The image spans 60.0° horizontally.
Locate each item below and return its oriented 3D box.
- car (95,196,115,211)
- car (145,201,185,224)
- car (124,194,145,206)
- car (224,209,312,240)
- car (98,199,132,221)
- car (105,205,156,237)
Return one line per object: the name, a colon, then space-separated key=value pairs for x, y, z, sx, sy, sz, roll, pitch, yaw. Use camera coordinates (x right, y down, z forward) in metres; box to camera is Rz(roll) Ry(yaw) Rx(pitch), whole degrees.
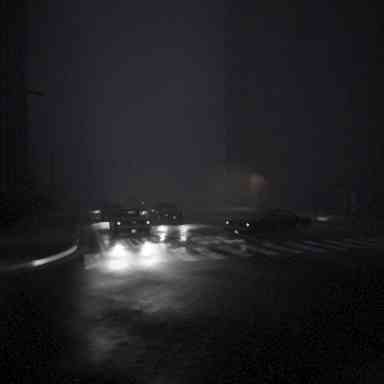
car: x=-11.204 y=1.516 z=42.131 sx=1.837 sy=1.490 sz=4.892 roll=0 pitch=0 yaw=-18
car: x=-1.943 y=1.498 z=24.866 sx=1.837 sy=1.490 sz=4.892 roll=0 pitch=0 yaw=-18
car: x=-6.965 y=1.339 z=40.348 sx=2.097 sy=1.767 sz=4.553 roll=0 pitch=0 yaw=-18
car: x=3.920 y=1.575 z=17.034 sx=4.718 sy=1.301 sz=1.895 roll=0 pitch=0 yaw=-34
car: x=-6.335 y=1.575 z=27.050 sx=1.994 sy=1.385 sz=4.181 roll=0 pitch=0 yaw=-18
car: x=-3.554 y=1.614 z=18.532 sx=1.895 sy=1.301 sz=4.718 roll=0 pitch=0 yaw=-18
